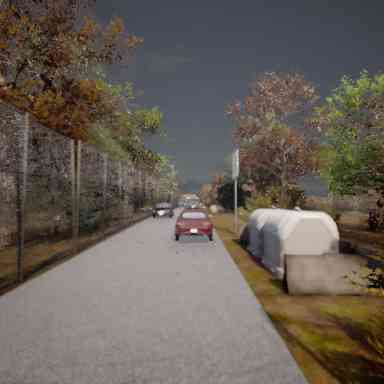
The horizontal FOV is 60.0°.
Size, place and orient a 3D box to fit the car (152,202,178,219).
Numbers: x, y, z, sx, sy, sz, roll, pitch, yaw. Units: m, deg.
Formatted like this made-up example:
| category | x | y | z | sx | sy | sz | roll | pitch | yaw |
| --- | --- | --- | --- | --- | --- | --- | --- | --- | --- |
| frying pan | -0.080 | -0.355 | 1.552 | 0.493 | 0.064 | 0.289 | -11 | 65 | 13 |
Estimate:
| category | x | y | z | sx | sy | sz | roll | pitch | yaw |
| --- | --- | --- | --- | --- | --- | --- | --- | --- | --- |
| car | -2.806 | 1.783 | 32.795 | 2.128 | 1.511 | 4.902 | 0 | -1 | 0 |

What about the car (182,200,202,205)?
| category | x | y | z | sx | sy | sz | roll | pitch | yaw |
| --- | --- | --- | --- | --- | --- | --- | --- | --- | --- |
| car | 0.168 | 1.767 | 39.498 | 2.097 | 1.767 | 4.553 | 0 | -1 | 0 |

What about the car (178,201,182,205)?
| category | x | y | z | sx | sy | sz | roll | pitch | yaw |
| --- | --- | --- | --- | --- | --- | --- | --- | --- | --- |
| car | -2.449 | 2.833 | 74.298 | 1.882 | 1.535 | 5.008 | 0 | -2 | 1 |

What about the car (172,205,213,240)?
| category | x | y | z | sx | sy | sz | roll | pitch | yaw |
| --- | --- | --- | --- | --- | --- | --- | --- | --- | --- |
| car | 0.091 | 1.614 | 17.405 | 1.812 | 1.442 | 4.674 | 0 | -1 | 0 |
